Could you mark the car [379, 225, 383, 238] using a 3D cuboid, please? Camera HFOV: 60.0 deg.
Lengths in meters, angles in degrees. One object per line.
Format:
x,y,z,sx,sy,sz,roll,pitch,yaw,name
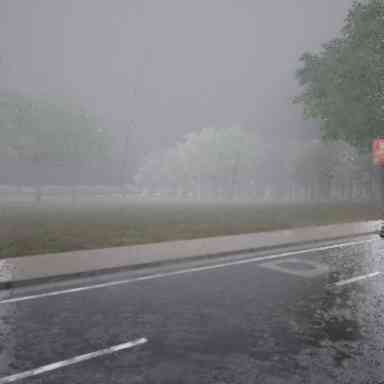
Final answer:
10.796,1.549,15.370,5.357,1.411,2.033,0,0,-35,car
